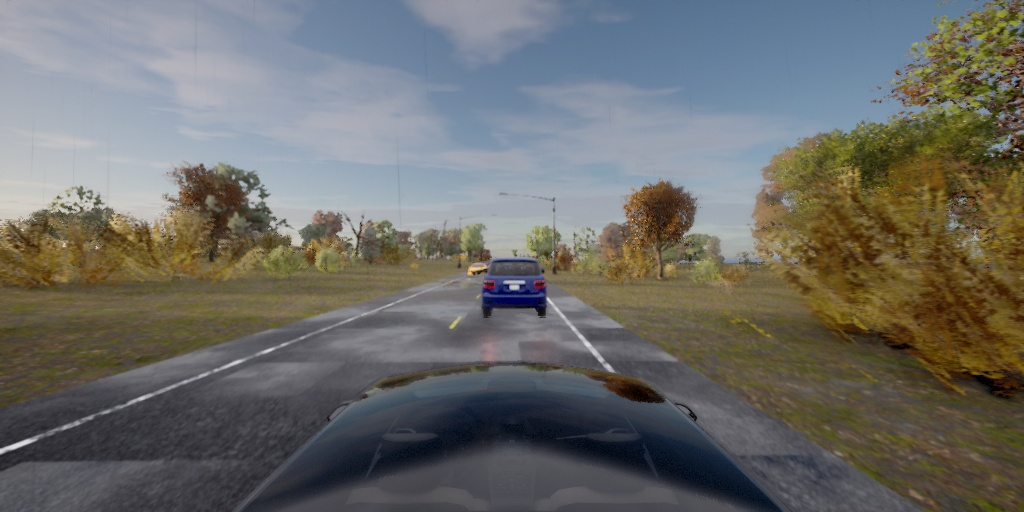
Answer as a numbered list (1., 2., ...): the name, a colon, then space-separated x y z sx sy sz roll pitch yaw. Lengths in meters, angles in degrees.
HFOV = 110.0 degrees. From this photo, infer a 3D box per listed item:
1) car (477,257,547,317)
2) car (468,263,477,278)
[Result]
1. car: 0.092 1.062 13.694 2.150 2.045 5.566 0 0 0
2. car: -3.592 1.506 38.763 1.882 1.535 5.008 0 -1 0
